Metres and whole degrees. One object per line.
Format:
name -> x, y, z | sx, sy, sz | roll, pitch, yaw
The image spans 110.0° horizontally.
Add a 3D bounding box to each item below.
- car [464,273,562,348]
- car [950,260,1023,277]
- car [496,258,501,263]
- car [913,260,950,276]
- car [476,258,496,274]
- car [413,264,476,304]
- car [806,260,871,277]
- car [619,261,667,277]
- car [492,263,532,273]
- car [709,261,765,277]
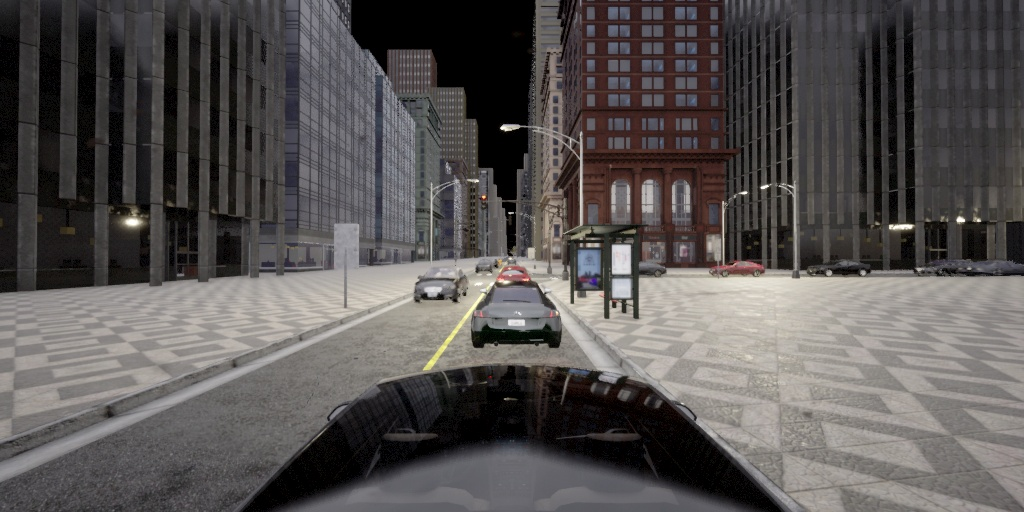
car -> 0.096, 1.314, 9.243 | 1.994, 1.385, 4.181 | 0, 0, 0
car -> 40.764, 1.107, 30.000 | 5.357, 1.411, 2.033 | 0, -1, 0
car -> -3.107, 1.145, 55.697 | 1.882, 1.535, 5.008 | 0, 0, 0
car -> 40.191, 1.087, 33.158 | 4.902, 1.511, 2.128 | 0, -1, 1
car -> -3.112, 1.208, 40.935 | 1.837, 1.490, 4.892 | 0, 0, 0
car -> -3.103, 1.237, 16.443 | 2.128, 1.511, 4.902 | 0, 0, 0
car -> 30.155, 1.113, 33.193 | 5.008, 1.535, 1.882 | 0, -1, 0
car -> 11.861, 1.225, 33.210 | 4.674, 1.442, 1.812 | 0, -1, -2
car -> 0.112, 1.269, 19.078 | 1.812, 1.442, 4.674 | 0, 0, 1
car -> 20.797, 1.194, 33.208 | 4.674, 1.442, 1.812 | 0, -1, 0
